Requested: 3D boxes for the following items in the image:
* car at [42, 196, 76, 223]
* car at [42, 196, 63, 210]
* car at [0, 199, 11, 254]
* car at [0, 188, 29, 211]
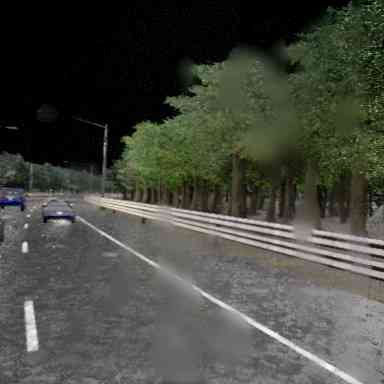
[{"bbox_3d":[-8.942,1.236,22.301,1.994,1.385,4.181,3,-1,-24],"label":"car"},{"bbox_3d":[-15.847,1.178,37.887,1.994,1.385,4.181,3,-1,-22],"label":"car"},{"bbox_3d":[-7.315,1.151,11.097,1.837,1.490,4.892,3,0,-27],"label":"car"},{"bbox_3d":[-16.725,0.671,31.138,2.150,2.045,5.566,3,-1,-24],"label":"car"}]
